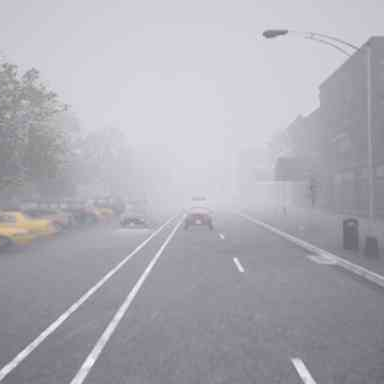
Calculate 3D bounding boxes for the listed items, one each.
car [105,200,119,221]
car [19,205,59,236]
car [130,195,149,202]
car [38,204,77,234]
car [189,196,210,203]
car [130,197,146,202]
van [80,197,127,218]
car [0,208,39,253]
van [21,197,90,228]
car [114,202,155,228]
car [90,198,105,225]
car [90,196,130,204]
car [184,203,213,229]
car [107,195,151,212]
[{"bbox_3d":[-9.016,1.701,27.786,5.008,1.535,2.097,-1,-1,-19],"label":"car"},{"bbox_3d":[-9.436,1.626,15.875,5.366,1.575,1.946,-1,0,-19],"label":"car"},{"bbox_3d":[-8.674,1.507,42.594,5.566,2.045,2.435,-1,-1,-19],"label":"car"},{"bbox_3d":[-9.222,1.678,18.886,4.792,1.488,2.163,-1,0,-19],"label":"car"},{"bbox_3d":[0.817,1.486,40.904,2.150,2.045,5.566,0,-1,2],"label":"car"},{"bbox_3d":[-8.592,1.744,39.694,5.366,1.575,1.946,-1,-1,-19],"label":"car"},{"bbox_3d":[-8.993,1.503,33.658,4.442,1.987,1.878,-1,0,-19],"label":"van"},{"bbox_3d":[-9.145,1.600,13.027,5.366,1.575,1.946,-1,-1,-19],"label":"car"},{"bbox_3d":[-9.242,1.442,21.818,4.442,1.987,1.878,-1,0,-19],"label":"van"},{"bbox_3d":[-3.878,1.744,24.483,2.033,1.411,5.357,0,0,1],"label":"car"},{"bbox_3d":[-9.101,1.560,24.813,4.553,1.767,2.185,-1,-1,-19],"label":"car"},{"bbox_3d":[-8.978,1.464,30.731,5.566,2.045,2.435,-1,0,-19],"label":"car"},{"bbox_3d":[0.445,1.713,23.034,1.812,1.442,4.674,0,0,1],"label":"car"},{"bbox_3d":[-8.659,1.517,45.523,5.566,2.045,2.435,-1,0,-19],"label":"car"}]
